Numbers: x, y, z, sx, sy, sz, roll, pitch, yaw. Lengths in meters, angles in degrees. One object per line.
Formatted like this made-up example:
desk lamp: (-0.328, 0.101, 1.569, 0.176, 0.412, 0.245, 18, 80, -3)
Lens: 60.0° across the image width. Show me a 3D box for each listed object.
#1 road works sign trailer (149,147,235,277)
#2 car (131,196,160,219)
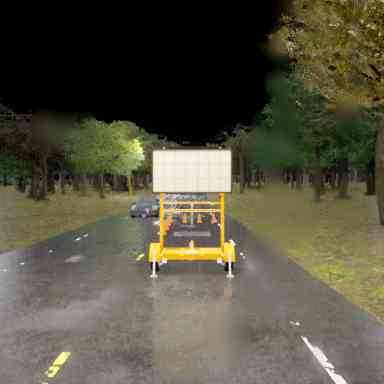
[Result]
road works sign trailer: (0.000, 0.434, 10.088, 2.380, 3.560, 2.880, 0, 0, 0)
car: (-3.599, 1.163, 26.994, 2.097, 1.767, 4.553, 0, 1, 0)
